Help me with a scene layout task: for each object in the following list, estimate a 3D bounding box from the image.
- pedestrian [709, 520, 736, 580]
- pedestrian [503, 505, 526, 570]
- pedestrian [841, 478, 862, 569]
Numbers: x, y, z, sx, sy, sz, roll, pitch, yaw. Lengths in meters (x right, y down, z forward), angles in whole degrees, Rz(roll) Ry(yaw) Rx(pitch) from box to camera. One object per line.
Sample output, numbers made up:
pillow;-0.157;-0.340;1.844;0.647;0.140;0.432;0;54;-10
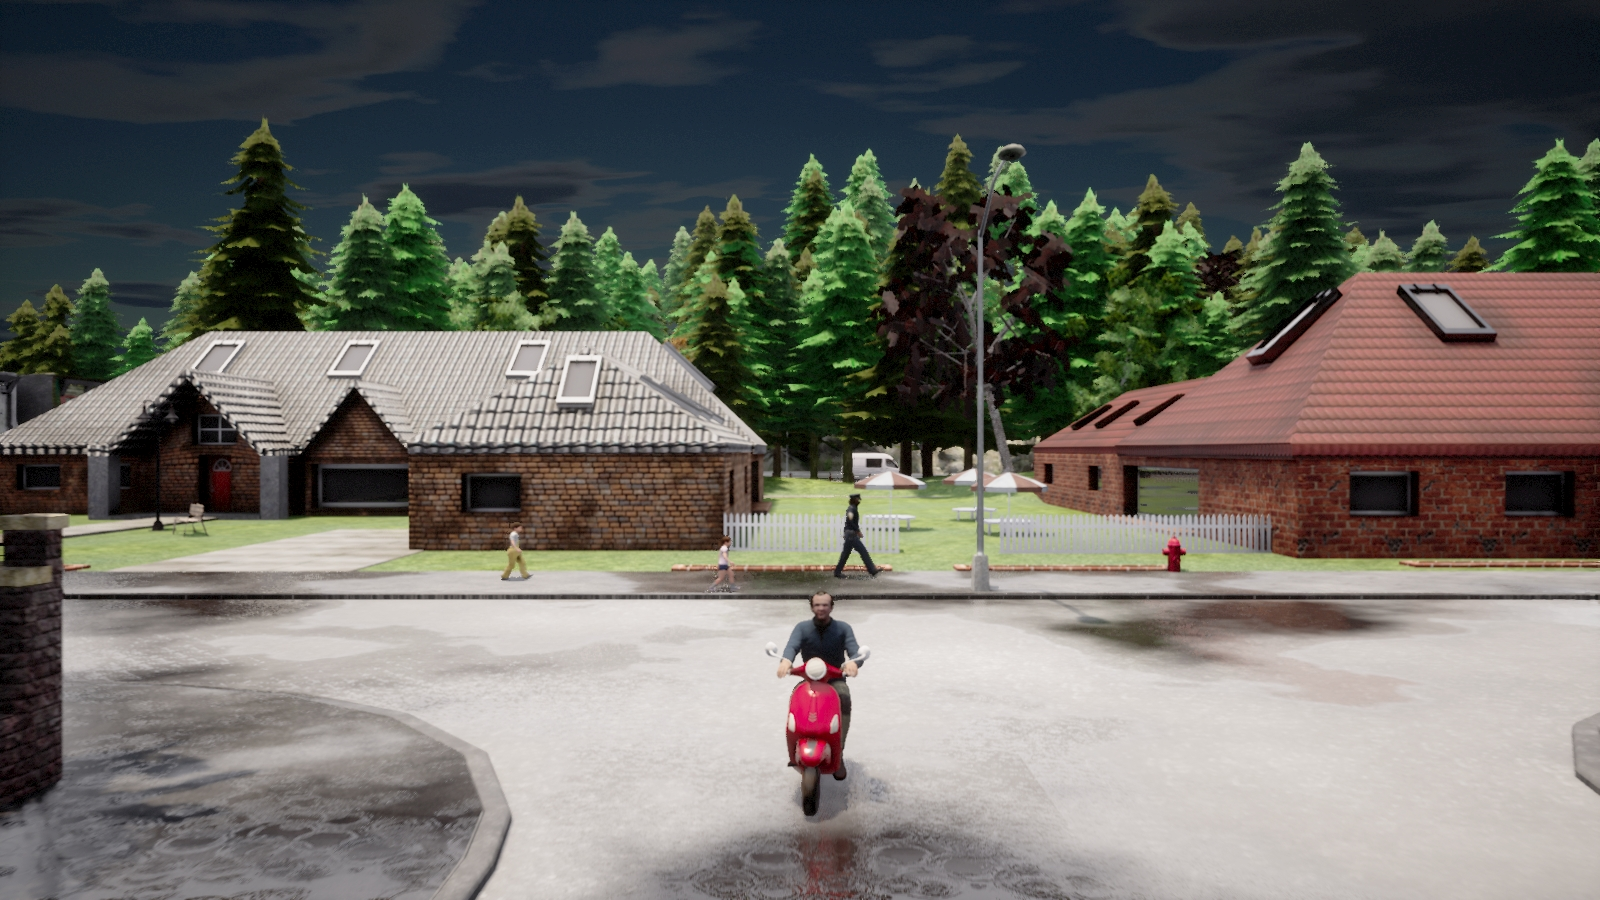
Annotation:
pedestrian;-1.474;1.905;21.787;0.500;1.100;0.500;0;0;-2
pedestrian;-5.903;1.804;23.597;0.375;1.300;0.375;0;0;1
pedestrian;1.076;1.524;23.842;0.375;1.860;0.375;0;0;12
